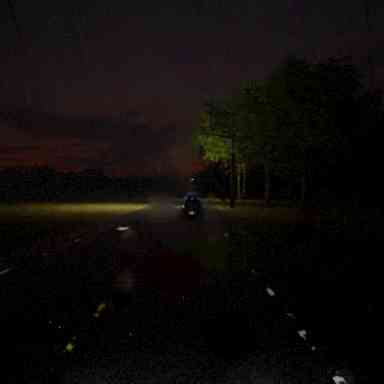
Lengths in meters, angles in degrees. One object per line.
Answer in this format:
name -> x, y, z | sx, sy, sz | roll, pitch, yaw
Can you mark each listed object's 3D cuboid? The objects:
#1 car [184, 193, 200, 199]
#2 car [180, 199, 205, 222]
car -> 0.009, 1.132, 48.161 | 2.150, 2.045, 5.566 | 0, 0, 0
car -> 0.042, 1.500, 25.515 | 2.033, 1.411, 5.357 | 0, 0, 1
